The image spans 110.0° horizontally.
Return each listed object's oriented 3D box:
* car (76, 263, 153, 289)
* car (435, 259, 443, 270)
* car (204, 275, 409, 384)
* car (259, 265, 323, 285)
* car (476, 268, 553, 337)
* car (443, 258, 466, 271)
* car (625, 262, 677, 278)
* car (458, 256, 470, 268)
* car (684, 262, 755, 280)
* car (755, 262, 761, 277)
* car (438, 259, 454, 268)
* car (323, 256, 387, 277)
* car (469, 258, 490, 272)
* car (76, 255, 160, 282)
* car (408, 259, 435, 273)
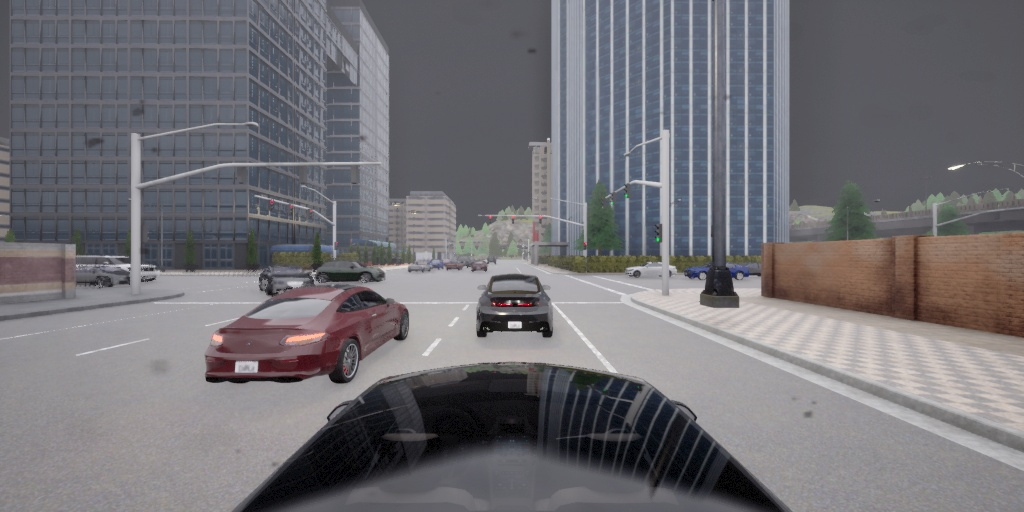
[{"bbox_3d":[-25.950,1.314,22.673,4.181,1.385,1.994,0,0,0],"label":"car"},{"bbox_3d":[-11.473,1.227,53.826,1.882,1.535,5.008,0,0,-1],"label":"car"},{"bbox_3d":[-3.438,1.276,6.958,1.812,1.442,4.674,0,0,0],"label":"car"},{"bbox_3d":[-12.019,1.241,19.028,2.128,1.511,4.902,1,-1,-42],"label":"car"},{"bbox_3d":[0.064,1.255,10.224,1.837,1.490,4.892,0,0,0],"label":"car"},{"bbox_3d":[-7.912,1.351,49.641,1.895,1.301,4.718,0,0,-1],"label":"car"},{"bbox_3d":[13.027,1.276,33.713,4.674,1.442,1.812,0,0,1],"label":"car"},{"bbox_3d":[-8.050,0.971,59.435,2.150,2.045,5.566,0,0,-1],"label":"car"},{"bbox_3d":[17.209,1.228,30.269,5.008,1.535,1.882,0,0,-1],"label":"car"},{"bbox_3d":[22.614,1.297,33.817,5.357,1.411,2.033,0,0,-1],"label":"car"},{"bbox_3d":[-11.596,1.227,63.457,1.882,1.535,5.008,0,0,0],"label":"car"},{"bbox_3d":[-11.745,1.102,26.303,4.553,1.767,2.097,0,0,-1],"label":"car"},{"bbox_3d":[-4.167,1.275,46.666,1.812,1.442,4.674,0,0,-1],"label":"car"},{"bbox_3d":[-29.161,0.973,26.145,5.566,2.045,2.150,0,0,-1],"label":"car"},{"bbox_3d":[-11.395,1.351,44.434,1.895,1.301,4.718,0,0,1],"label":"car"}]
